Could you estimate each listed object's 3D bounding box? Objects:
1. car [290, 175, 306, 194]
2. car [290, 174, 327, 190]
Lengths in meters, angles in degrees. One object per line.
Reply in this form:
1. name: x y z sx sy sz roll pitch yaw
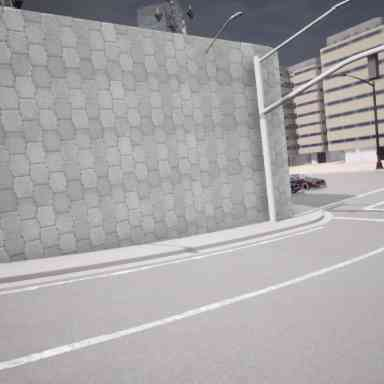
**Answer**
1. car: 6.907 -0.375 28.453 1.895 1.301 4.718 -10 6 -35
2. car: 9.542 -0.945 30.712 2.033 1.411 5.357 -10 6 -35
